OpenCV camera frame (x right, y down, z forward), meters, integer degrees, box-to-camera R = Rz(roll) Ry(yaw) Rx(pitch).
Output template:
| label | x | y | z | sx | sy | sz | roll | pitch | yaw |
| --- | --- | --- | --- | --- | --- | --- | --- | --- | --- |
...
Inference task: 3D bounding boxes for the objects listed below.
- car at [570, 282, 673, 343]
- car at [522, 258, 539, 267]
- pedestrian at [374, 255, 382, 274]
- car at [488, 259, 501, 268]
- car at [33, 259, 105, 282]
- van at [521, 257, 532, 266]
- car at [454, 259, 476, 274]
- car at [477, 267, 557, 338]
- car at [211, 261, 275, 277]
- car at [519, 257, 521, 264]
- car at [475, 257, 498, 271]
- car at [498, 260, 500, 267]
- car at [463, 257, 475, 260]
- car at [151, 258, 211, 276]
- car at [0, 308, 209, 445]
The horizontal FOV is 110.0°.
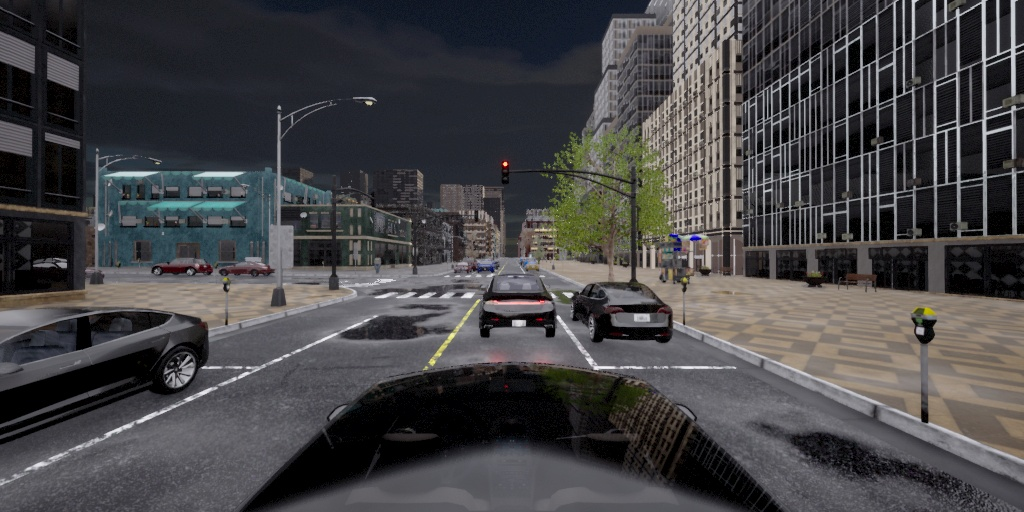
| label | x | y | z | sx | sy | sz | roll | pitch | yaw |
| --- | --- | --- | --- | --- | --- | --- | --- | --- | --- |
| car | 2.691 | 1.316 | 9.512 | 1.948 | 1.339 | 4.313 | 0 | 0 | 0 |
| car | 2.688 | 1.278 | 47.711 | 1.751 | 1.417 | 4.829 | 0 | 0 | 0 |
| pedestrian | -12.751 | 0.789 | 33.992 | 0.375 | 1.860 | 0.375 | 0 | -1 | -1 |
| car | -3.064 | 1.302 | 63.960 | 2.033 | 1.411 | 5.357 | 0 | 0 | 0 |
| car | -28.251 | 0.980 | 22.442 | 4.207 | 1.307 | 1.802 | 0 | 0 | -1 |
| van | 2.688 | 1.094 | 53.093 | 1.690 | 1.789 | 3.998 | 0 | 0 | 0 |
| car | -5.692 | 1.334 | 41.987 | 1.802 | 1.307 | 4.207 | 0 | 0 | 0 |
| car | 0.110 | 1.242 | 10.182 | 2.128 | 1.511 | 4.902 | 0 | 0 | -1 |
| car | -22.823 | 1.090 | 30.900 | 4.207 | 1.307 | 1.802 | 0 | 0 | -1 |
| car | 2.687 | 1.305 | 64.194 | 2.007 | 1.370 | 4.403 | 0 | 0 | 0 |
| car | -3.103 | 1.230 | 43.661 | 1.882 | 1.535 | 5.008 | 0 | 0 | 0 |
| car | -3.082 | 1.318 | 53.512 | 1.994 | 1.385 | 4.181 | 0 | 0 | 1 |
| car | -5.692 | 1.068 | 47.538 | 2.192 | 1.841 | 5.009 | 0 | 0 | 0 |
| car | -28.370 | 0.879 | 30.822 | 4.097 | 1.591 | 1.967 | 0 | 0 | -1 |
| car | -5.689 | 1.316 | 3.972 | 1.948 | 1.339 | 4.313 | 0 | 0 | 0 |
